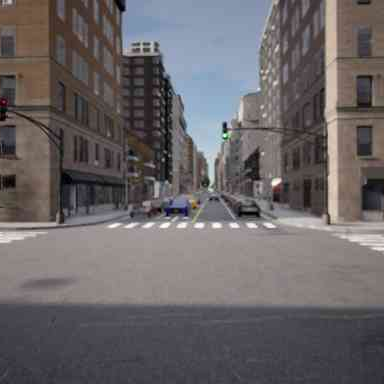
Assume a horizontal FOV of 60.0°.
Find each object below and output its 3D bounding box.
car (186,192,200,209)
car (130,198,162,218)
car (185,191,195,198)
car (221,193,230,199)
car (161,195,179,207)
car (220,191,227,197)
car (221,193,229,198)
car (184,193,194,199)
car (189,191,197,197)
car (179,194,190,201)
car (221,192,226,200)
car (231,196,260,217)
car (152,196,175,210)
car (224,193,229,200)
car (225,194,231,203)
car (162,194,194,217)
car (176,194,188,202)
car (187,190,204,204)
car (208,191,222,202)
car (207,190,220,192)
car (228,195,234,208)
[{"bbox_3d":[-0.475,1.163,38.771,1.882,1.535,5.008,0,0,4],"label":"car"},{"bbox_3d":[-3.969,1.381,27.950,1.802,1.307,4.206,0,1,4],"label":"car"},{"bbox_3d":[-0.384,0.626,83.122,2.192,1.841,5.009,0,1,4],"label":"car"},{"bbox_3d":[7.765,0.873,77.071,1.947,1.339,4.313,0,1,4],"label":"car"},{"bbox_3d":[-2.893,1.199,44.502,1.887,1.381,4.507,0,1,4],"label":"car"},{"bbox_3d":[8.841,0.599,93.626,1.967,1.590,4.097,0,1,4],"label":"car"},{"bbox_3d":[8.124,0.839,82.590,1.802,1.307,4.206,0,1,4],"label":"car"},{"bbox_3d":[-0.743,0.927,77.607,1.947,1.339,4.313,0,1,4],"label":"car"},{"bbox_3d":[0.333,0.653,94.158,1.967,1.590,4.097,0,1,4],"label":"car"},{"bbox_3d":[-1.460,1.026,66.572,1.947,1.339,4.313,0,1,4],"label":"car"},{"bbox_3d":[6.331,1.069,54.995,1.947,1.339,4.313,0,1,4],"label":"car"},{"bbox_3d":[4.539,1.311,27.401,1.947,1.339,4.313,0,1,4],"label":"car"},{"bbox_3d":[-3.252,1.254,38.985,2.008,1.369,4.403,0,1,4],"label":"car"},{"bbox_3d":[5.615,1.145,43.957,1.887,1.381,4.507,0,1,4],"label":"car"},{"bbox_3d":[5.256,1.200,38.438,2.008,1.369,4.403,0,1,4],"label":"car"},{"bbox_3d":[-1.127,1.247,29.133,1.882,1.535,5.008,0,0,3],"label":"car"},{"bbox_3d":[-1.829,1.036,60.885,1.752,1.417,4.829,0,1,4],"label":"car"},{"bbox_3d":[0.246,0.949,48.874,2.097,1.767,4.553,0,0,4],"label":"car"},{"bbox_3d":[3.882,1.016,58.568,1.812,1.442,4.674,0,0,4],"label":"car"},{"bbox_3d":[4.539,0.943,68.688,2.033,1.411,5.357,0,0,4],"label":"car"},{"bbox_3d":[4.898,1.242,32.919,1.887,1.381,4.507,0,1,4],"label":"car"}]
